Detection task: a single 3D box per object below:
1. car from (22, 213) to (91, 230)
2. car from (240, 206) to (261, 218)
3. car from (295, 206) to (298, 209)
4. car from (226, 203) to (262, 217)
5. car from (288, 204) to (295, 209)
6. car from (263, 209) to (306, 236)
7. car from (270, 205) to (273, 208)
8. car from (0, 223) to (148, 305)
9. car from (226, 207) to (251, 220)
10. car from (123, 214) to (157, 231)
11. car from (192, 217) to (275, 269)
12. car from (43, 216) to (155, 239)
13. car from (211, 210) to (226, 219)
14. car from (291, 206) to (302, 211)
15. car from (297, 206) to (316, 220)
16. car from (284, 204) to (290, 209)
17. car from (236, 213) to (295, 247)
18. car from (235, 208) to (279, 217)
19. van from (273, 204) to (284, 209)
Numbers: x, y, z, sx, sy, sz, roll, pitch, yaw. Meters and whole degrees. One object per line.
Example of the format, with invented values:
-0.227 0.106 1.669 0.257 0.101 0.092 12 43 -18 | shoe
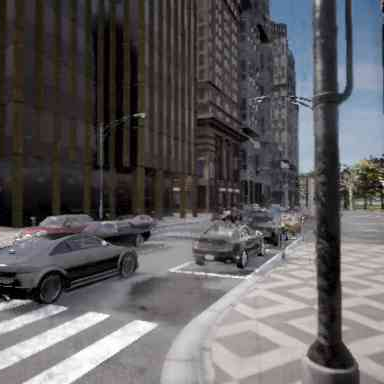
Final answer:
-6.244 1.825 15.777 1.967 1.590 4.097 -1 -2 25 | car
8.236 2.803 46.541 1.967 1.590 4.097 -1 -2 25 | car
25.131 4.193 82.423 1.947 1.339 4.313 -2 -3 25 | car
5.764 2.199 35.006 2.150 2.045 5.566 -1 -2 25 | car
20.302 3.565 72.179 2.192 1.841 5.009 -1 -2 25 | car
6.356 2.104 22.528 1.752 1.417 4.829 -1 -2 25 | car
10.650 3.088 51.664 2.008 1.369 4.403 -1 -2 25 | car
-3.212 1.733 8.667 1.994 1.385 4.181 -1 -2 25 | car
5.822 2.631 41.412 1.967 1.590 4.097 -1 -2 25 | car
-3.830 2.089 20.902 2.008 1.369 4.403 -1 -2 25 | car
1.458 1.813 12.119 2.008 1.369 4.403 -1 -2 25 | car
-3.824 1.949 14.669 1.895 1.301 4.718 -1 -2 25 | car
3.410 2.604 36.283 1.802 1.307 4.206 -1 -2 25 | car
27.544 4.370 87.549 2.008 1.369 4.403 -2 -3 25 | car
13.523 2.509 37.759 1.967 1.590 4.097 -1 -2 25 | car
17.891 3.650 67.042 1.802 1.307 4.206 -1 -2 25 | car
3.871 1.982 17.248 1.947 1.339 4.313 -1 -2 25 | car
5.481 2.272 27.140 2.033 1.411 5.357 -1 -2 25 | car
15.476 3.230 61.925 1.690 1.788 3.998 -1 -2 25 | van
